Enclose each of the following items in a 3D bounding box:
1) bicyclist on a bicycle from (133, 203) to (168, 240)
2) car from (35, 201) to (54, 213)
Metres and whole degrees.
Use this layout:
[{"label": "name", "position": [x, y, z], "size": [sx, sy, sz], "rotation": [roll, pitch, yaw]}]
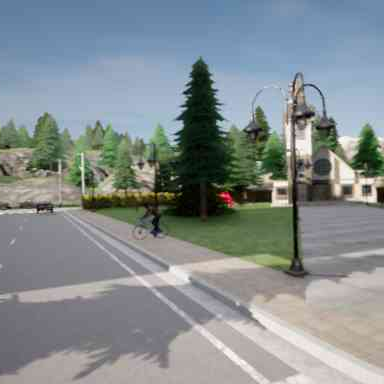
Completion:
[{"label": "bicyclist on a bicycle", "position": [-1.847, 1.297, 14.755], "size": [1.656, 1.620, 0.582], "rotation": [-2, 0, -25]}, {"label": "car", "position": [-18.541, 1.859, 41.978], "size": [1.837, 1.490, 4.892], "rotation": [-2, 0, -25]}]
